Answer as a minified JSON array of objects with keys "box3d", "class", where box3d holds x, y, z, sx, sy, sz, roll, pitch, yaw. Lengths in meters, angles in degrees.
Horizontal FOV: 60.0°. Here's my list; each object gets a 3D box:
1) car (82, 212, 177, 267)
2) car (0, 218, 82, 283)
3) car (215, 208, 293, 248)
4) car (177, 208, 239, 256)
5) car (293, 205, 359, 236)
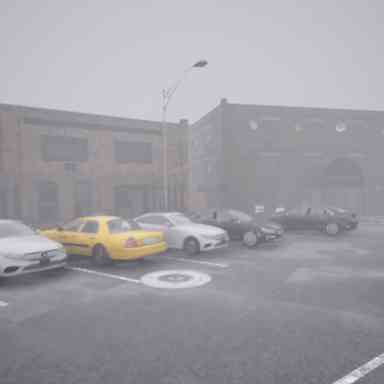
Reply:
[{"box3d":[-3.349,1.478,11.415,5.366,1.575,1.946,-1,0,35],"class":"car"},{"box3d":[-5.583,1.525,9.613,4.674,1.452,2.002,-1,-1,35],"class":"car"},{"box3d":[1.579,1.468,14.729,4.892,1.521,2.231,-1,-1,34],"class":"car"},{"box3d":[-0.806,1.513,13.022,4.674,1.452,2.002,-1,-1,34],"class":"car"},{"box3d":[6.358,1.455,18.126,4.892,1.521,2.231,-1,0,34],"class":"car"}]
